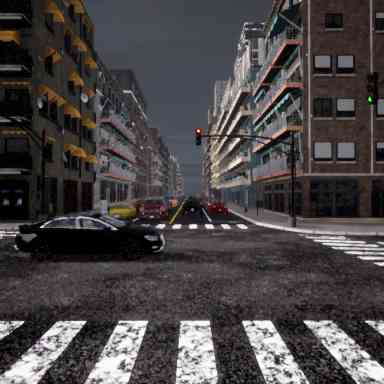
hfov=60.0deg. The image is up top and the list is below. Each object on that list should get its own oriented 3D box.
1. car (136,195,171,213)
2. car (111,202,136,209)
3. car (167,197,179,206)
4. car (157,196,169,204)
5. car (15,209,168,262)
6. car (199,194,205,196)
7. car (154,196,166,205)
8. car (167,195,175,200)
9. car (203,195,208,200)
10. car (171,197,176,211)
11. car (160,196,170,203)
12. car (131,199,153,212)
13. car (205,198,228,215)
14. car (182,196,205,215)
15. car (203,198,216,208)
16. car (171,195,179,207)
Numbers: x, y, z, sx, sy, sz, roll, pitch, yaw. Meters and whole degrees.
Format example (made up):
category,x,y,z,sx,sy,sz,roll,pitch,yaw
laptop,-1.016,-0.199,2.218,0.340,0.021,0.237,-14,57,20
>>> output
category,x,y,z,sx,sy,sz,roll,pitch,yaw
car,-3.147,1.359,28.069,2.097,1.767,4.553,0,0,-1
car,-5.754,1.532,27.818,1.752,1.417,4.829,1,0,0
car,-3.209,1.617,57.209,1.895,1.301,4.718,0,0,0
car,-5.856,1.572,66.652,2.008,1.369,4.403,1,0,0
car,-3.453,1.496,11.543,4.902,1.511,2.128,0,0,-1
car,2.789,1.380,81.831,2.097,1.767,4.553,0,0,0
car,-5.841,1.544,60.958,1.752,1.417,4.829,1,0,0
car,-5.926,1.587,94.268,2.008,1.369,4.403,1,0,0
car,2.598,1.450,39.042,1.967,1.590,4.097,1,0,0
car,-3.198,1.557,37.561,2.033,1.411,5.357,0,0,0
car,-5.870,1.568,72.175,1.887,1.381,4.507,1,0,0
car,-5.784,1.555,39.034,1.887,1.381,4.507,1,0,0
car,2.611,1.553,33.518,1.887,1.381,4.507,1,0,0
car,0.031,1.486,33.664,1.882,1.535,5.008,0,0,0
car,2.568,1.596,50.089,1.802,1.307,4.206,1,0,0
car,-3.213,1.365,47.350,2.097,1.767,4.553,0,0,0
